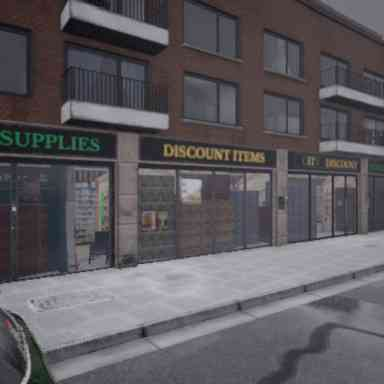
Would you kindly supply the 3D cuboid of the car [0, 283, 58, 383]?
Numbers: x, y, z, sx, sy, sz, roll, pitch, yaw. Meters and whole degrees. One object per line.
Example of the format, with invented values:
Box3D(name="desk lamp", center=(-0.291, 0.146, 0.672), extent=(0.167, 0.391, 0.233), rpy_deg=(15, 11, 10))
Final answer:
Box3D(name="car", center=(-2.890, 1.354, 1.337), extent=(4.553, 1.767, 2.097), rpy_deg=(0, 0, -35))
